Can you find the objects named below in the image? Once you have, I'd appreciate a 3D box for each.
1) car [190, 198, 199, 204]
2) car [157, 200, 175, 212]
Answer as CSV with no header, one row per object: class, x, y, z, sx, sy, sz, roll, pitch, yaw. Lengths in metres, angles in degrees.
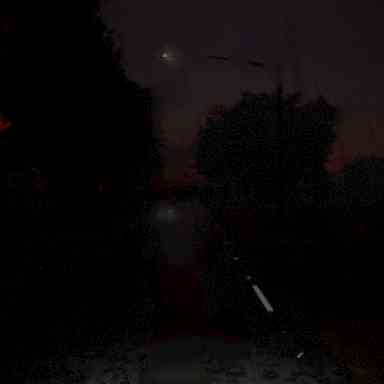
car,1.015,2.294,87.716,1.801,1.575,5.366,0,-1,0
car,-3.108,1.647,40.865,2.033,1.411,5.357,0,0,0
